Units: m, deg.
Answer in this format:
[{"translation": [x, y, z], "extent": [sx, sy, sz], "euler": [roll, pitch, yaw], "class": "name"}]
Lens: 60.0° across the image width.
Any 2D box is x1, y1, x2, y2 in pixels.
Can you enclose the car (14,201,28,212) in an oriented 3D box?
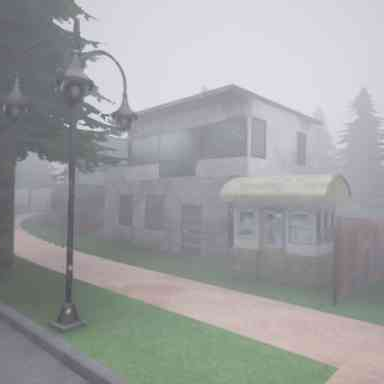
[{"translation": [-24.848, 2.027, 47.502], "extent": [1.837, 1.490, 4.892], "euler": [1, -1, -2], "class": "car"}]
